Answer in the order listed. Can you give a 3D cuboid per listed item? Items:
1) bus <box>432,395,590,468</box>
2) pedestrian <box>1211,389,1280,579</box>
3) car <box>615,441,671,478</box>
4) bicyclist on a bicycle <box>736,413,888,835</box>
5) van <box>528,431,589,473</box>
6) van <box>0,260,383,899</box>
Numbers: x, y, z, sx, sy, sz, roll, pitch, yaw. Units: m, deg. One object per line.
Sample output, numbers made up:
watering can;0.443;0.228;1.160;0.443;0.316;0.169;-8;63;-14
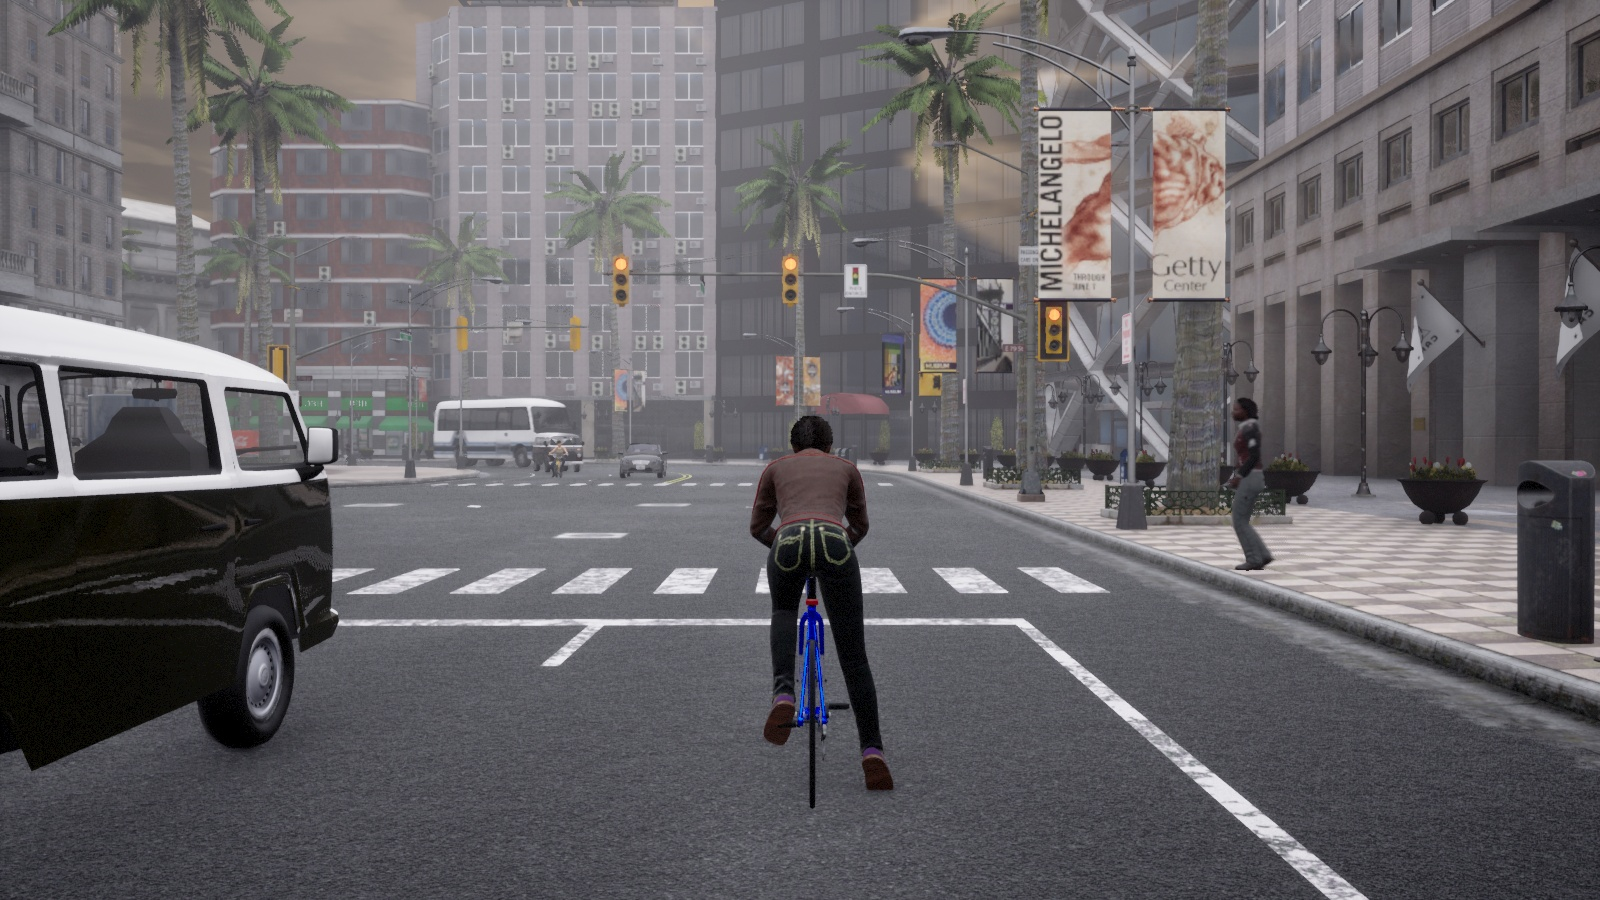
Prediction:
bus;-18.122;-1.086;78.211;10.273;4.253;3.944;0;0;38
pedestrian;4.652;0.346;13.109;0.666;1.930;0.402;0;0;20
car;-6.750;0.391;54.298;2.128;1.511;4.902;0;0;-4
bicyclist on a bicycle;0.052;0.667;5.656;0.582;1.620;1.656;0;0;0
van;-12.437;0.097;64.356;2.069;2.038;4.480;0;0;-24
van;-3.447;0.439;5.000;2.069;2.038;4.480;0;0;0
